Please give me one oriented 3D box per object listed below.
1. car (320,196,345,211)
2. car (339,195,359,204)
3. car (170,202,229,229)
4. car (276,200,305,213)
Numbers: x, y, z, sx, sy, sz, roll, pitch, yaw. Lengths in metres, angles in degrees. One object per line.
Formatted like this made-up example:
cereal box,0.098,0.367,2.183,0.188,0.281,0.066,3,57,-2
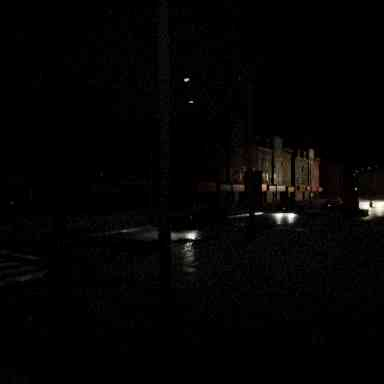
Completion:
car,16.603,1.470,38.986,1.994,1.385,4.181,-1,0,36
car,22.358,1.487,47.101,1.895,1.301,4.718,-1,0,36
car,0.564,1.452,21.587,1.882,1.535,5.008,-1,0,35
car,10.487,1.504,35.411,1.994,1.385,4.181,-1,0,35
